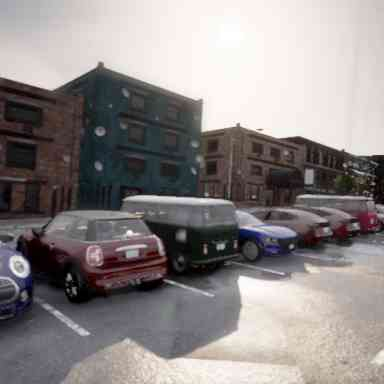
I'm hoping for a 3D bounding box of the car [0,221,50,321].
[{"bbox_3d":[-4.742,1.213,6.363,2.185,1.767,4.553,0,1,-43],"label":"car"}]

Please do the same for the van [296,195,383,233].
[{"bbox_3d":[7.406,1.190,17.997,1.878,1.987,4.442,0,1,-43],"label":"van"}]

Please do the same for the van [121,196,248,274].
[{"bbox_3d":[-0.730,1.138,10.281,1.878,1.987,4.442,0,1,-43],"label":"van"}]

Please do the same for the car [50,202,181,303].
[{"bbox_3d":[-2.664,1.227,8.246,2.185,1.767,4.553,0,1,-43],"label":"car"}]

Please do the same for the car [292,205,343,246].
[{"bbox_3d":[3.394,1.421,14.078,2.163,1.488,4.792,0,1,-43],"label":"car"}]

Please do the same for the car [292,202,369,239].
[{"bbox_3d":[5.428,1.434,16.007,2.163,1.488,4.792,0,1,-43],"label":"car"}]

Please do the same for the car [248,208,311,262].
[{"bbox_3d":[1.377,1.378,12.131,2.097,1.535,5.008,0,1,-43],"label":"car"}]
